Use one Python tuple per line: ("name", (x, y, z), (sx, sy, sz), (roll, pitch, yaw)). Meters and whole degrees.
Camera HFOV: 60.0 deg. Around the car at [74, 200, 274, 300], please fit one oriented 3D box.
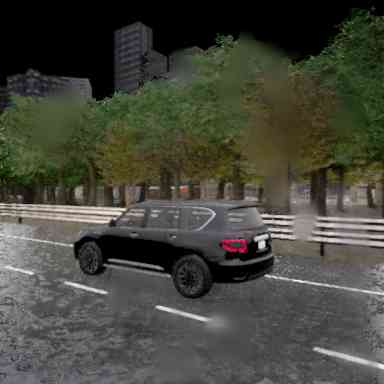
("car", (-0.688, 1.222, 8.660), (5.566, 2.045, 2.150), (0, 0, 36))
